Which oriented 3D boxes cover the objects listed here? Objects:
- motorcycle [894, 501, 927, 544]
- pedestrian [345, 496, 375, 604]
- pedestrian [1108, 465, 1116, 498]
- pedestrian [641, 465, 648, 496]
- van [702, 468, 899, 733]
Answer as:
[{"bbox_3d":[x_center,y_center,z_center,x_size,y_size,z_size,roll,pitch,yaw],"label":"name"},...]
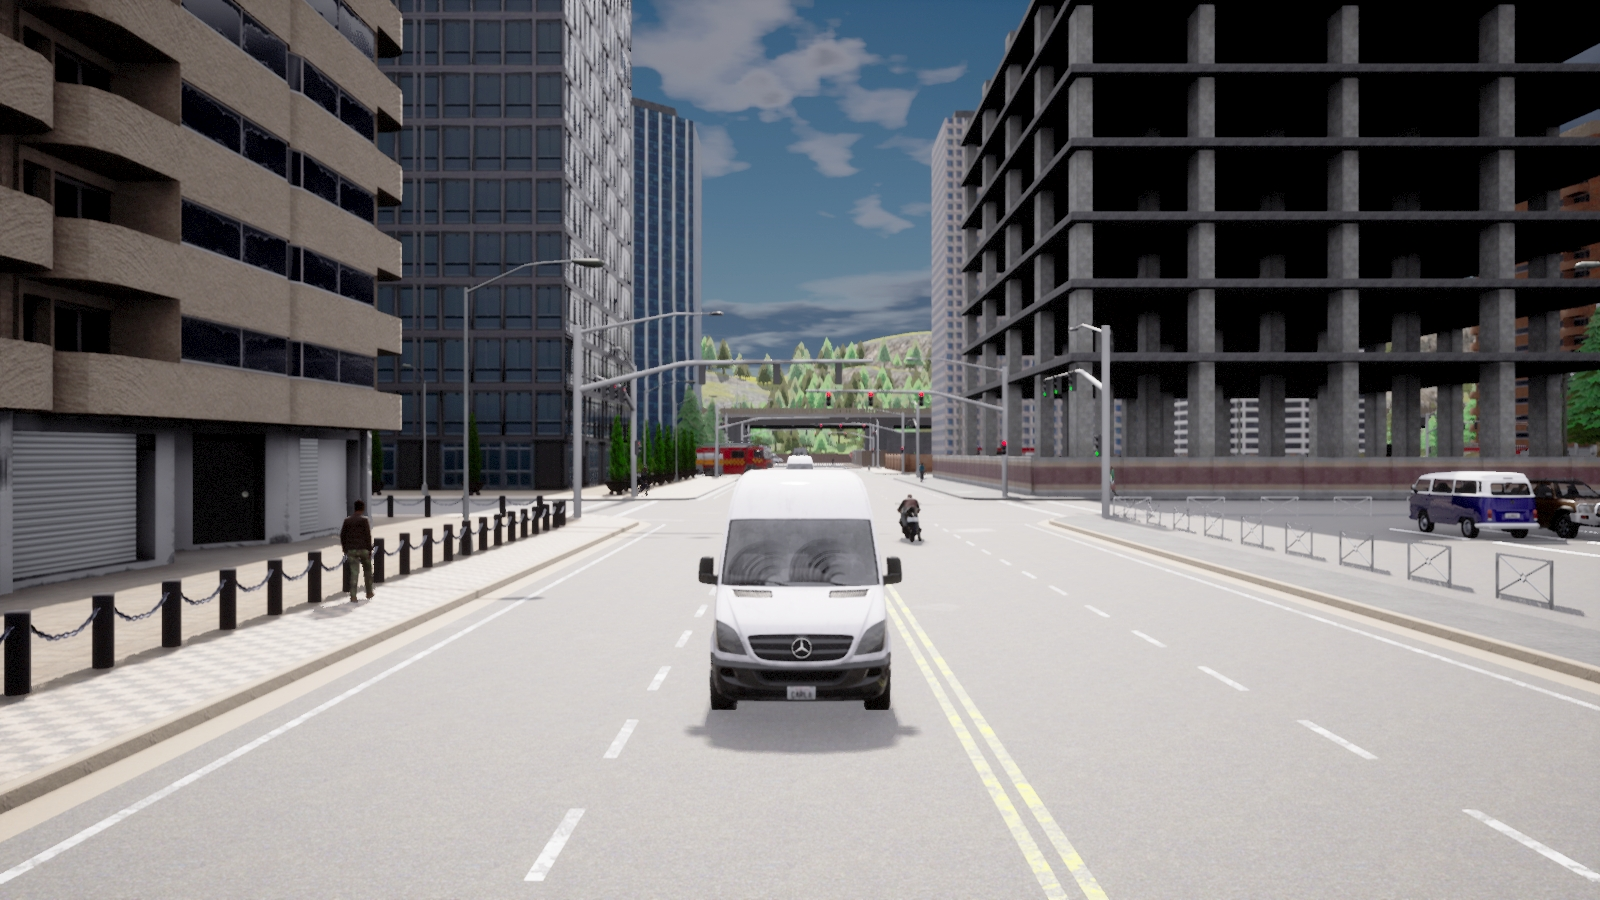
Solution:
[{"bbox_3d":[3.505,2.284,36.423,0.867,1.251,2.209,0,0,0],"label":"motorcycle"},{"bbox_3d":[-7.706,1.742,20.022,0.375,1.860,0.375,0,0,0],"label":"pedestrian"},{"bbox_3d":[17.729,1.778,64.921,0.375,1.860,0.375,0,0,-2],"label":"pedestrian"},{"bbox_3d":[-9.252,1.821,67.841,0.375,1.860,0.375,0,0,0],"label":"pedestrian"},{"bbox_3d":[-0.003,1.566,14.511,1.988,2.561,5.915,0,0,0],"label":"van"}]
